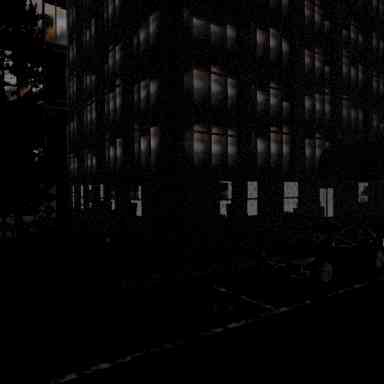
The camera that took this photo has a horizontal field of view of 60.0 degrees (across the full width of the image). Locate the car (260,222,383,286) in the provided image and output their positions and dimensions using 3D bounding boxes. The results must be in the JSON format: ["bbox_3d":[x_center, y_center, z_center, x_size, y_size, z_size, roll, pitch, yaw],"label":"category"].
[{"bbox_3d":[3.800,1.549,9.305,4.403,1.369,2.008,0,-1,-36],"label":"car"}]
